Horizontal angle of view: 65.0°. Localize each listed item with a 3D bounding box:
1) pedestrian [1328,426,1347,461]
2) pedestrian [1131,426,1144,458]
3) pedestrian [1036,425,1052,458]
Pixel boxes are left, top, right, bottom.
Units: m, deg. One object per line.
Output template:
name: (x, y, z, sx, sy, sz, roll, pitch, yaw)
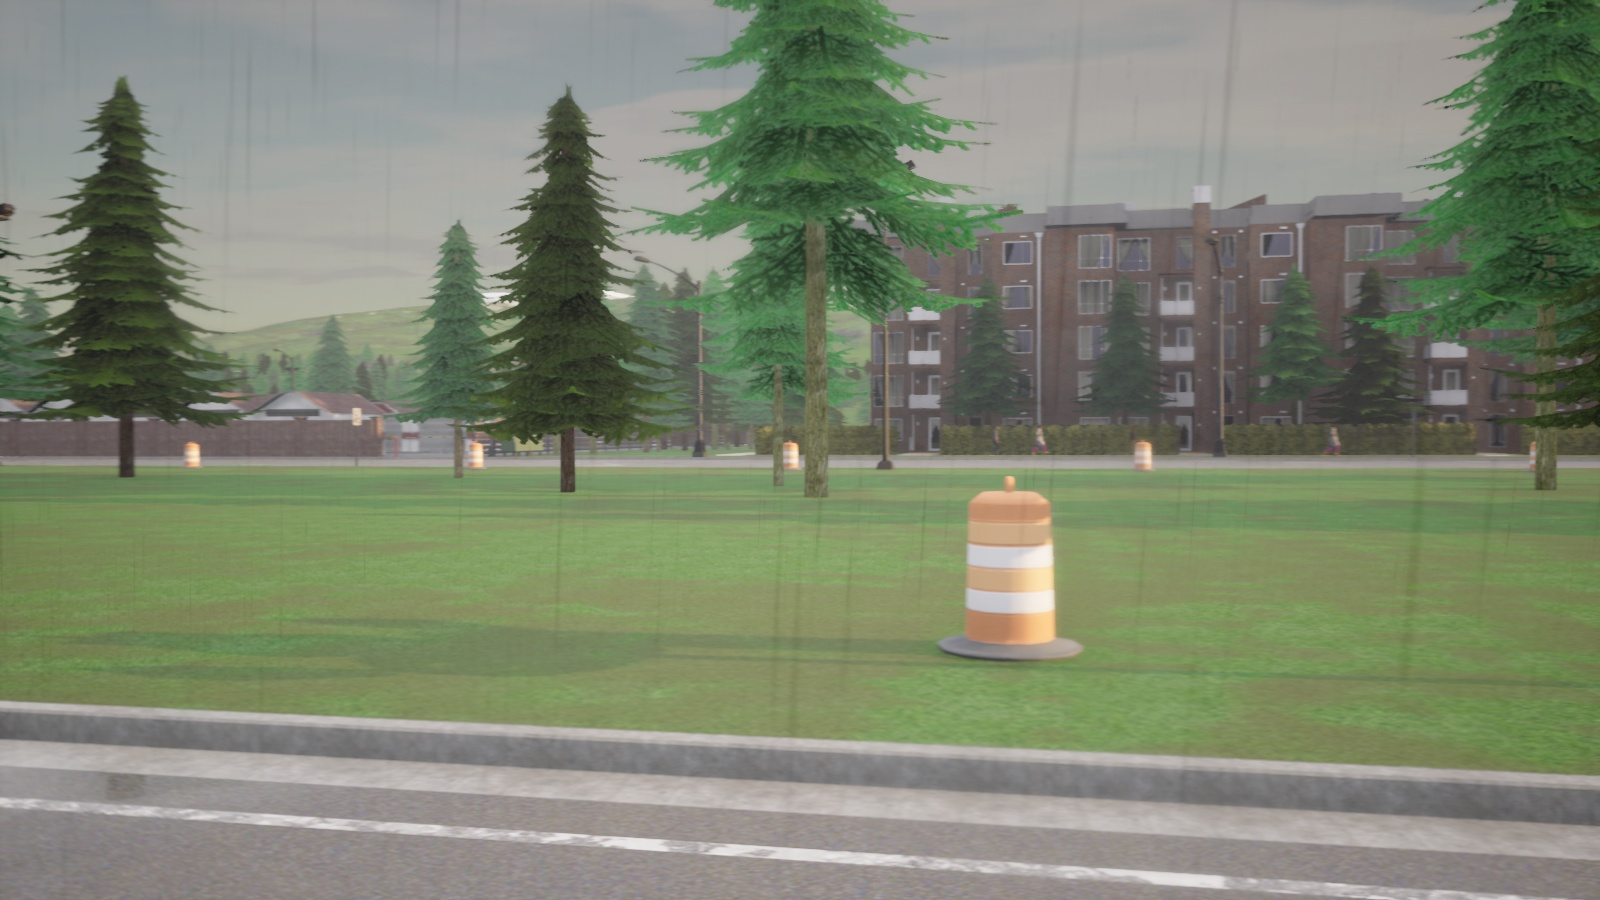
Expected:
pedestrian: (30.395, -0.386, 71.019, 0.873, 1.952, 0.659, 0, 1, 13)
pedestrian: (19.668, -0.463, 73.095, 0.703, 1.840, 0.431, 0, 1, 13)
pedestrian: (14.472, -0.505, 74.526, 0.873, 1.952, 0.659, 0, 1, 12)
